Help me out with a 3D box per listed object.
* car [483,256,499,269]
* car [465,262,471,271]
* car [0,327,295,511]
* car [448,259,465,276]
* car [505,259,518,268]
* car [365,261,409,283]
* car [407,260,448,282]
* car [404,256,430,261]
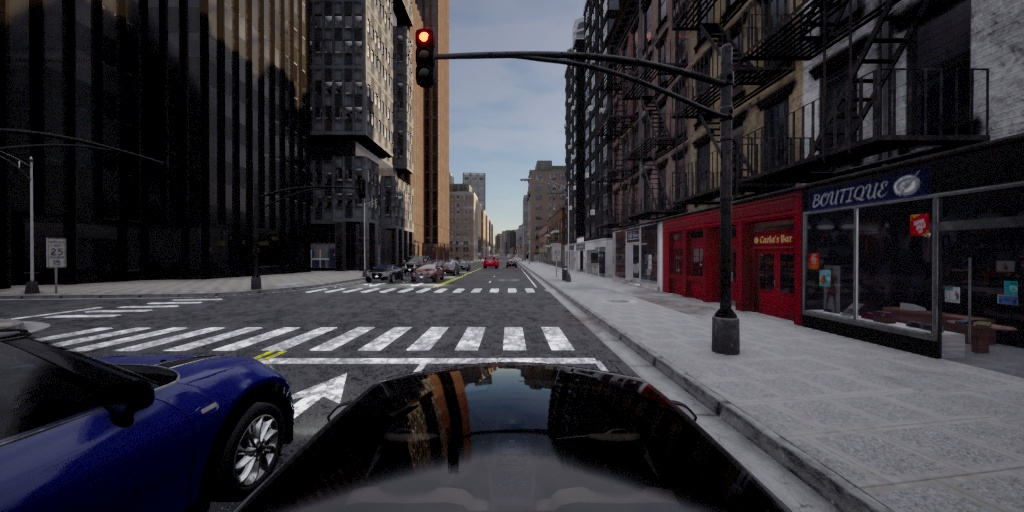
[{"bbox_3d":[-3.423,0.988,58.060,2.150,2.045,5.566,0,0,0],"label":"car"},{"bbox_3d":[-6.728,1.328,48.388,1.994,1.385,4.181,0,0,0],"label":"car"},{"bbox_3d":[-3.146,1.102,1.601,2.097,1.767,4.553,0,0,0],"label":"car"},{"bbox_3d":[-6.705,1.308,38.428,2.033,1.411,5.357,0,0,0],"label":"car"},{"bbox_3d":[-0.086,1.272,61.844,1.837,1.490,4.892,0,0,0],"label":"car"},{"bbox_3d":[-9.915,1.320,28.338,1.994,1.385,4.181,0,0,1],"label":"car"},{"bbox_3d":[-6.675,1.282,28.747,1.812,1.442,4.674,0,0,0],"label":"car"},{"bbox_3d":[-9.952,0.981,37.673,2.150,2.045,5.566,0,0,0],"label":"car"}]
